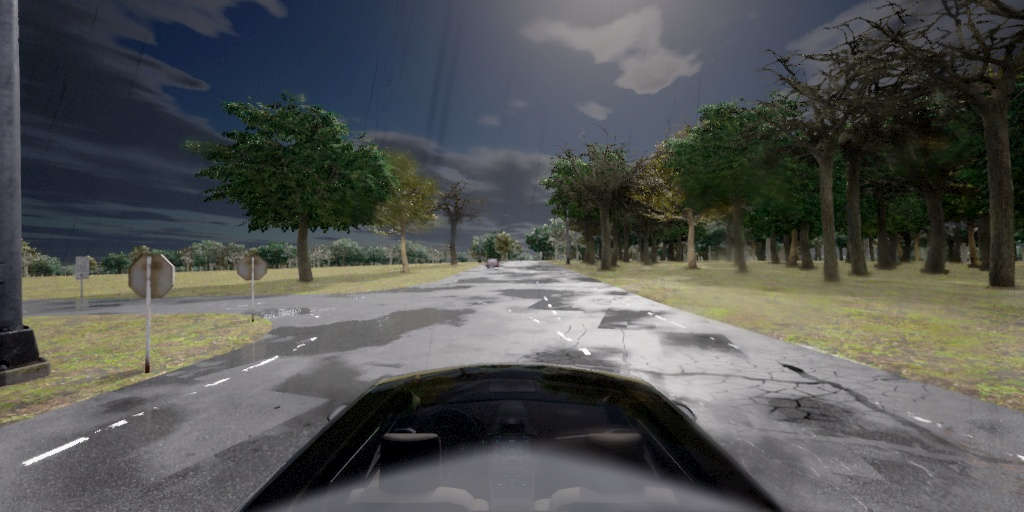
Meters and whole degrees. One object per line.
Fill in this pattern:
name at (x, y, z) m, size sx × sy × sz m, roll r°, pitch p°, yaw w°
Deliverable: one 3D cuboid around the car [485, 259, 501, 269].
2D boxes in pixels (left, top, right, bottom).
car at (-2.816, 1.125, 52.573) m, size 1.812 × 1.442 × 4.674 m, roll -1°, pitch 1°, yaw 1°
